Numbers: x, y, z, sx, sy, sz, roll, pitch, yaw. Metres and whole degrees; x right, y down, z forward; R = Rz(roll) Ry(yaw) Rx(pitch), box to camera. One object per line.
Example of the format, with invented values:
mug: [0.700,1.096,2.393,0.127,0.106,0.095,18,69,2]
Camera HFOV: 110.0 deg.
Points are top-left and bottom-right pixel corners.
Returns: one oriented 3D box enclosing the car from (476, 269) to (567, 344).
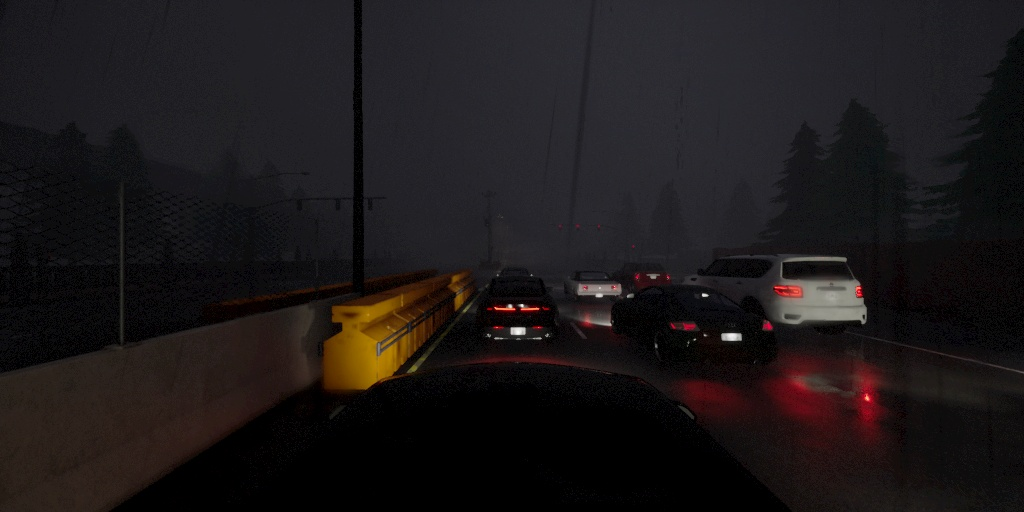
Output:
car: [0.121,1.254,9.587,1.837,1.490,4.892,0,0,0]

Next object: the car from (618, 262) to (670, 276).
car: [7.150,1.101,20.243,2.097,1.767,4.553,0,0,0]

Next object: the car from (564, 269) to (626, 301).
car: [3.642,1.350,17.139,1.895,1.301,4.718,0,0,0]

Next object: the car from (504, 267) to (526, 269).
car: [0.145,1.296,19.105,2.033,1.411,5.357,0,0,0]

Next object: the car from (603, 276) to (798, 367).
car: [3.625,1.314,7.958,1.994,1.385,4.181,0,0,-1]

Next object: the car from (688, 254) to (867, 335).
car: [7.125,0.971,10.657,2.150,2.045,5.566,0,0,0]
